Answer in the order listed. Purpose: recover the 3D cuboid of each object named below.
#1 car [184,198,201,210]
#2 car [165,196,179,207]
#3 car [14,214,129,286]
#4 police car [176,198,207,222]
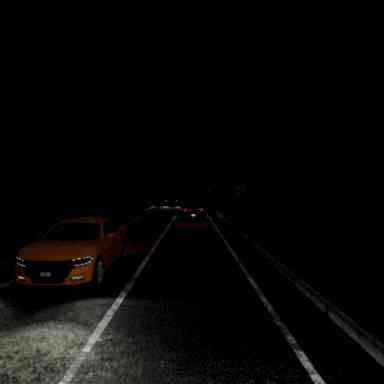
[{"bbox_3d":[0.088,1.482,42.890,2.033,1.411,5.357,0,0,0],"label":"car"},{"bbox_3d":[-3.083,1.383,52.121,2.097,1.767,4.553,0,-1,0],"label":"car"},{"bbox_3d":[-3.103,1.463,9.532,1.882,1.535,5.008,0,0,0],"label":"car"},{"bbox_3d":[0.093,1.459,25.666,2.038,1.542,4.974,0,0,0],"label":"police car"}]
